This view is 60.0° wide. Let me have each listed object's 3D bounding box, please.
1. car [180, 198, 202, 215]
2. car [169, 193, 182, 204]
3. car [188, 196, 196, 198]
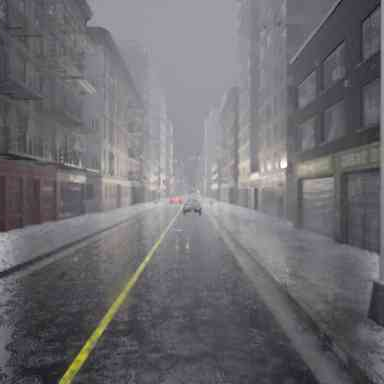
[{"bbox_3d":[0.037,1.612,34.624,1.895,1.301,4.718,0,0,1],"label":"car"},{"bbox_3d":[-3.027,1.251,62.914,2.150,2.045,5.566,0,0,0],"label":"car"},{"bbox_3d":[-0.012,1.545,64.173,2.128,1.511,4.902,0,0,0],"label":"car"}]
